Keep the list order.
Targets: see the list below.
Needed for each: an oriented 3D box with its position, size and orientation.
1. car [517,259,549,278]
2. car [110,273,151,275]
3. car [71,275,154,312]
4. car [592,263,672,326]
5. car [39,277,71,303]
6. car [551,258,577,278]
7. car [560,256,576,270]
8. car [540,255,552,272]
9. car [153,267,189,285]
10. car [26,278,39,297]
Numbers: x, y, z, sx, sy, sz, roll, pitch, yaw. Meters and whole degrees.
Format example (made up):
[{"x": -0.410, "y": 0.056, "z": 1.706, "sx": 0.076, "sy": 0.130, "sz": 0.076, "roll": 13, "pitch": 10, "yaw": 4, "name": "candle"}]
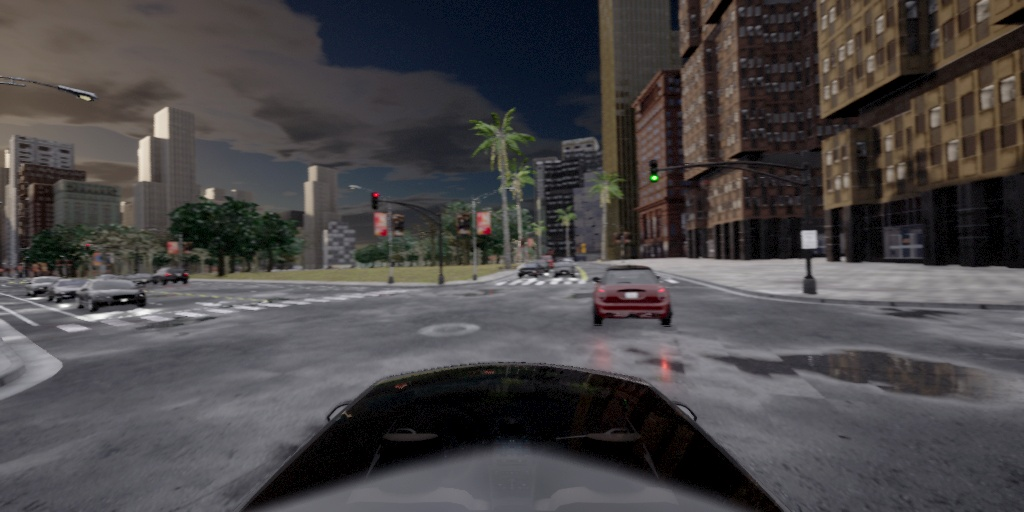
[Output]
[{"x": 1.921, "y": 1.352, "z": 34.850, "sx": 2.033, "sy": 1.411, "sz": 5.357, "roll": -2, "pitch": 0, "yaw": 14, "name": "car"}, {"x": -42.363, "y": 2.778, "z": 39.815, "sx": 4.718, "sy": 1.301, "sz": 1.895, "roll": -2, "pitch": -1, "yaw": 32, "name": "car"}, {"x": -20.577, "y": 1.923, "z": 18.402, "sx": 4.892, "sy": 1.490, "sz": 1.837, "roll": -2, "pitch": -1, "yaw": 32, "name": "car"}, {"x": 3.718, "y": 1.071, "z": 11.692, "sx": 2.097, "sy": 1.767, "sz": 4.553, "roll": -2, "pitch": 0, "yaw": 14, "name": "car"}, {"x": -28.932, "y": 2.231, "z": 23.628, "sx": 5.357, "sy": 1.411, "sz": 2.033, "roll": -2, "pitch": -1, "yaw": 32, "name": "car"}, {"x": 5.019, "y": 1.219, "z": 33.891, "sx": 1.837, "sy": 1.490, "sz": 4.892, "roll": -2, "pitch": 0, "yaw": 11, "name": "car"}, {"x": 8.206, "y": 0.986, "z": 52.651, "sx": 2.097, "sy": 1.767, "sz": 4.553, "roll": -2, "pitch": 0, "yaw": 8, "name": "car"}, {"x": 3.540, "y": 1.117, "z": 44.052, "sx": 2.097, "sy": 1.767, "sz": 4.553, "roll": -2, "pitch": 0, "yaw": 10, "name": "car"}, {"x": -40.663, "y": 2.377, "z": 42.699, "sx": 5.566, "sy": 2.045, "sz": 2.150, "roll": -2, "pitch": -1, "yaw": 32, "name": "car"}, {"x": -37.773, "y": 2.470, "z": 29.180, "sx": 4.892, "sy": 1.490, "sz": 1.837, "roll": -2, "pitch": -1, "yaw": 32, "name": "car"}]
